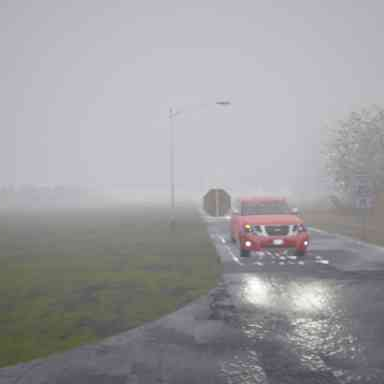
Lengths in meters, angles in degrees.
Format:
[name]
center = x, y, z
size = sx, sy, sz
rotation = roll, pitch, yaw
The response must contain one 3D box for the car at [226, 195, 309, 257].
[car]
center = 2.731, 1.184, 13.089
size = 2.150, 2.045, 5.566
rotation = -1, 0, 1
